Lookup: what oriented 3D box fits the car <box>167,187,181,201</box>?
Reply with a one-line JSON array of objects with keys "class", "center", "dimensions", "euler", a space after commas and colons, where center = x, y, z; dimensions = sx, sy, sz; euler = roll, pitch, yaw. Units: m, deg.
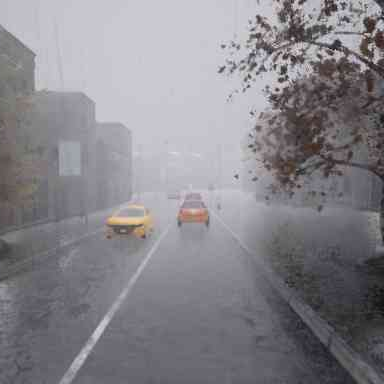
[{"class": "car", "center": [-3.037, 0.316, 58.162], "dimensions": [2.150, 2.045, 5.566], "euler": [0, 5, 1]}]

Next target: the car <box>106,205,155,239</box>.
[{"class": "car", "center": [-3.097, 1.469, 17.454], "dimensions": [1.882, 1.535, 5.008], "euler": [0, 0, 0]}]

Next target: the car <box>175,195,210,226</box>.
[{"class": "car", "center": [0.102, 1.340, 23.411], "dimensions": [2.097, 1.767, 4.553], "euler": [0, 0, 0]}]

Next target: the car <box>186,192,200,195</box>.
[{"class": "car", "center": [0.104, 1.057, 42.650], "dimensions": [2.150, 2.045, 5.566], "euler": [0, 2, 0]}]
